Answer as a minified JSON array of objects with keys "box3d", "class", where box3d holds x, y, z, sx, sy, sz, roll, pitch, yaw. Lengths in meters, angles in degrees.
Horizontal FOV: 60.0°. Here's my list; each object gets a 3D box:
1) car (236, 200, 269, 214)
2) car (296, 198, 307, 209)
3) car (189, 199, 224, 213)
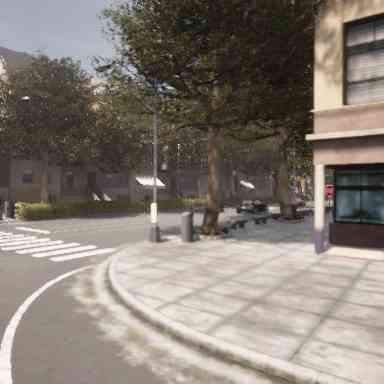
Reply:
[{"box3d":[6.180,1.458,33.748,1.994,1.385,4.181,1,0,36],"class":"car"},{"box3d":[13.606,1.441,44.231,2.033,1.411,5.357,1,0,36],"class":"car"},{"box3d":[1.530,1.430,33.397,1.994,1.385,4.181,1,0,35],"class":"car"}]
